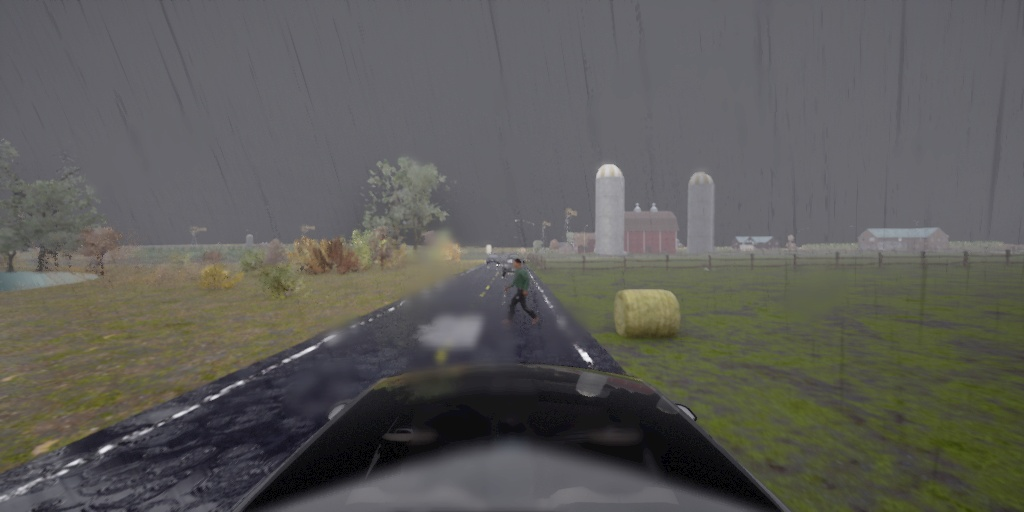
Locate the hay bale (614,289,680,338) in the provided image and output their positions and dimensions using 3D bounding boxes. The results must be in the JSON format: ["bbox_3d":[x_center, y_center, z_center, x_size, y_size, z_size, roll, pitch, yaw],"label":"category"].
[{"bbox_3d":[3.151,1.285,8.545,1.220,1.180,1.240,0,0,0],"label":"hay bale"}]

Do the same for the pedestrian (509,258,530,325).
[{"bbox_3d":[0.186,0.908,9.487,0.375,1.860,0.375,-1,2,-3],"label":"pedestrian"}]

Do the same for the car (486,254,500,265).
[{"bbox_3d":[-2.633,0.460,50.821,2.033,1.411,5.357,0,1,1],"label":"car"}]

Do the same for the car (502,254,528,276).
[{"bbox_3d":[0.192,0.801,29.081,1.812,1.442,4.674,0,1,0],"label":"car"}]
